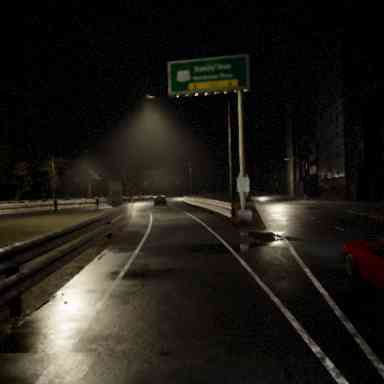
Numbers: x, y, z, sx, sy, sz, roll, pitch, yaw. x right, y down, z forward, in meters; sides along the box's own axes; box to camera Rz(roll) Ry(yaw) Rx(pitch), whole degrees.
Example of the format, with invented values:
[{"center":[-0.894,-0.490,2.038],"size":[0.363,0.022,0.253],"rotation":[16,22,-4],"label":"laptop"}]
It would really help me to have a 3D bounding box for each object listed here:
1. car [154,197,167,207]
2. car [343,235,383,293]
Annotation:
[{"center":[-4.817,1.453,50.780],"size":[1.882,1.535,5.008],"rotation":[-2,0,-6],"label":"car"},{"center":[4.670,1.511,6.869],"size":[1.895,1.301,4.718],"rotation":[-2,0,9],"label":"car"}]
